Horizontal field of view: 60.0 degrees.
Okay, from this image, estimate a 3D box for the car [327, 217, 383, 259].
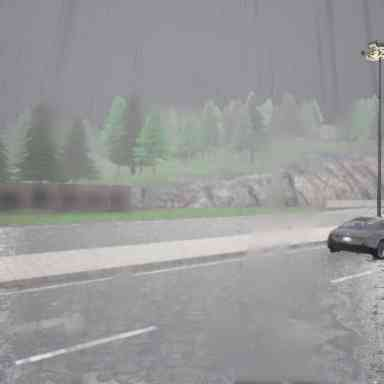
[{"bbox_3d":[7.258,1.698,13.224,4.181,1.385,1.994,1,0,-36],"label":"car"}]
